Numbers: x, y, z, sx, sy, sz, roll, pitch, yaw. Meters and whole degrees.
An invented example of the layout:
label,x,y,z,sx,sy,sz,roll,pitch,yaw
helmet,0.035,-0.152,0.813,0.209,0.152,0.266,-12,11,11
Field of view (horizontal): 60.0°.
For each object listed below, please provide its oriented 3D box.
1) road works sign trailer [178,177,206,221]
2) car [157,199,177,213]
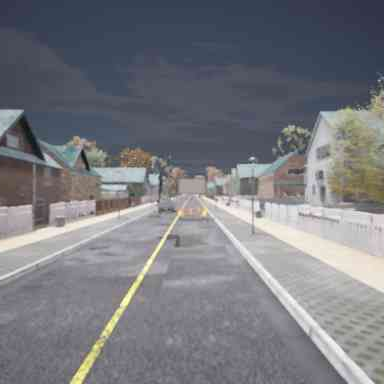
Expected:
label,x,y,z,sx,sy,sz,roll,pitch,yaw
road works sign trailer,0.008,0.545,27.999,2.380,3.560,2.880,0,0,0
car,-2.832,1.612,38.089,1.837,1.490,4.892,0,0,0
